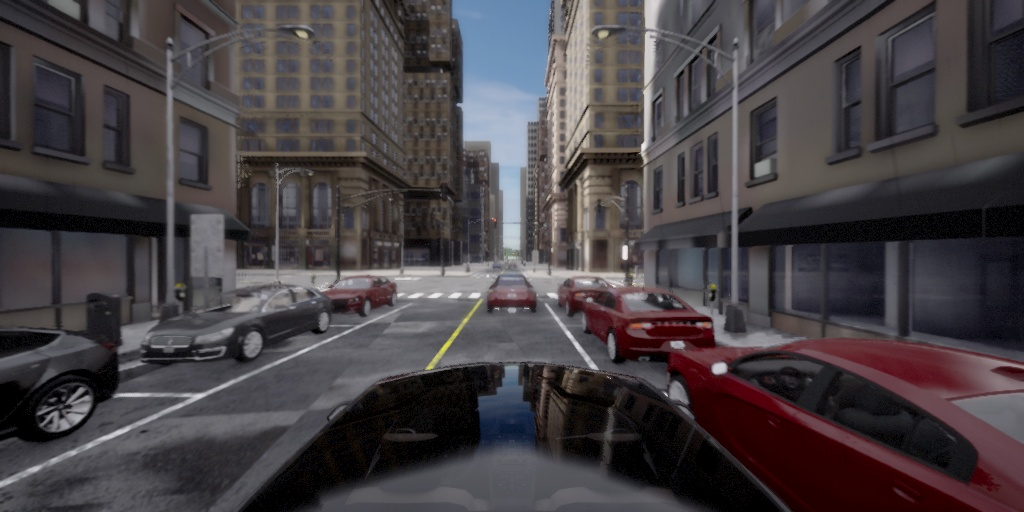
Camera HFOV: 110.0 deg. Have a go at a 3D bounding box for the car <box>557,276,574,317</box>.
[{"bbox_3d":[2.764,1.411,13.708,1.888,1.381,4.507,0,0,0],"label":"car"}]

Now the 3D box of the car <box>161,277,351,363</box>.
[{"bbox_3d":[-5.762,1.363,8.205,2.007,1.370,4.403,0,0,0],"label":"car"}]

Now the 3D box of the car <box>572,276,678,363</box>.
[{"bbox_3d":[2.763,1.358,8.203,1.888,1.381,4.507,0,0,0],"label":"car"}]

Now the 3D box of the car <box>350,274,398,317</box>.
[{"bbox_3d":[-5.761,1.411,13.710,1.888,1.381,4.507,0,0,0],"label":"car"}]

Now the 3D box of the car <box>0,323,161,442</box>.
[{"bbox_3d":[-5.764,1.325,2.700,1.948,1.339,4.313,0,0,0],"label":"car"}]

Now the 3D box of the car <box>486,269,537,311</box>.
[{"bbox_3d":[-0.035,1.445,15.244,1.994,1.385,4.181,0,0,-1],"label":"car"}]

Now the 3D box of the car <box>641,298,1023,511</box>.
[{"bbox_3d":[2.762,1.305,2.698,1.888,1.381,4.507,0,0,0],"label":"car"}]
